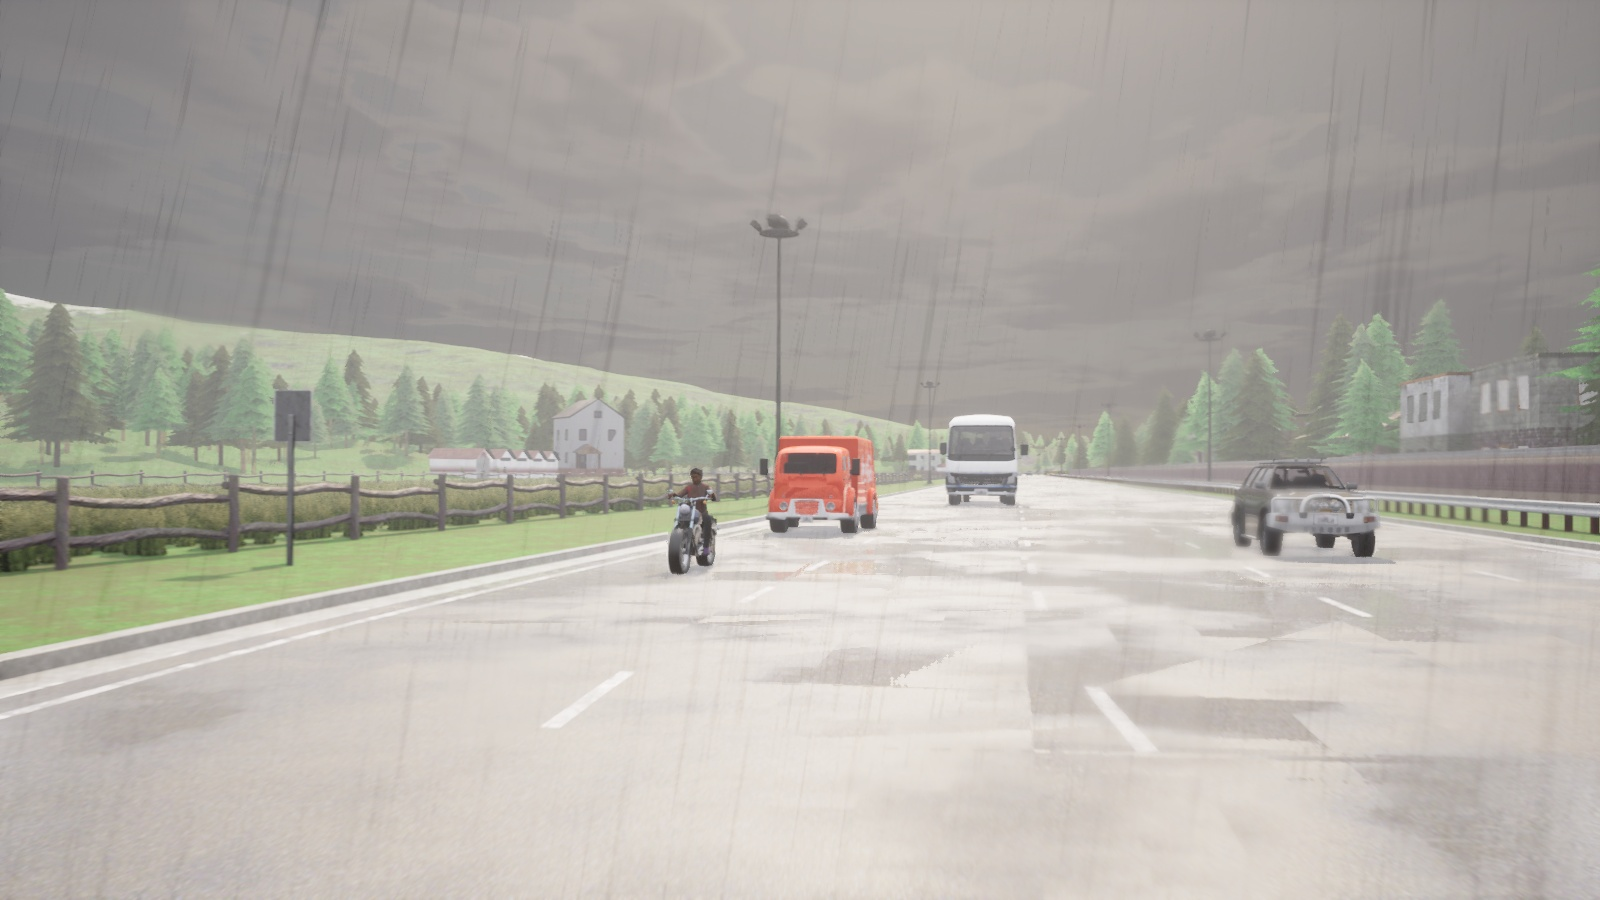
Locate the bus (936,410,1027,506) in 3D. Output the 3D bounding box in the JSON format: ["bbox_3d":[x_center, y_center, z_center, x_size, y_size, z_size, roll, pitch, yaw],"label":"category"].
[{"bbox_3d":[8.925,0.424,60.927,3.944,4.253,10.273,0,-1,10],"label":"bus"}]

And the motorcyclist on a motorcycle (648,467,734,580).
[{"bbox_3d":[-1.667,1.101,19.682,0.766,1.649,2.350,0,-1,10],"label":"motorcyclist on a motorcycle"}]

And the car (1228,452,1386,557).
[{"bbox_3d":[9.853,1.009,24.767,1.932,1.855,4.605,0,-1,10],"label":"car"}]

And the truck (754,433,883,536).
[{"bbox_3d":[0.612,0.877,33.034,2.627,2.467,5.204,0,-1,10],"label":"truck"}]
